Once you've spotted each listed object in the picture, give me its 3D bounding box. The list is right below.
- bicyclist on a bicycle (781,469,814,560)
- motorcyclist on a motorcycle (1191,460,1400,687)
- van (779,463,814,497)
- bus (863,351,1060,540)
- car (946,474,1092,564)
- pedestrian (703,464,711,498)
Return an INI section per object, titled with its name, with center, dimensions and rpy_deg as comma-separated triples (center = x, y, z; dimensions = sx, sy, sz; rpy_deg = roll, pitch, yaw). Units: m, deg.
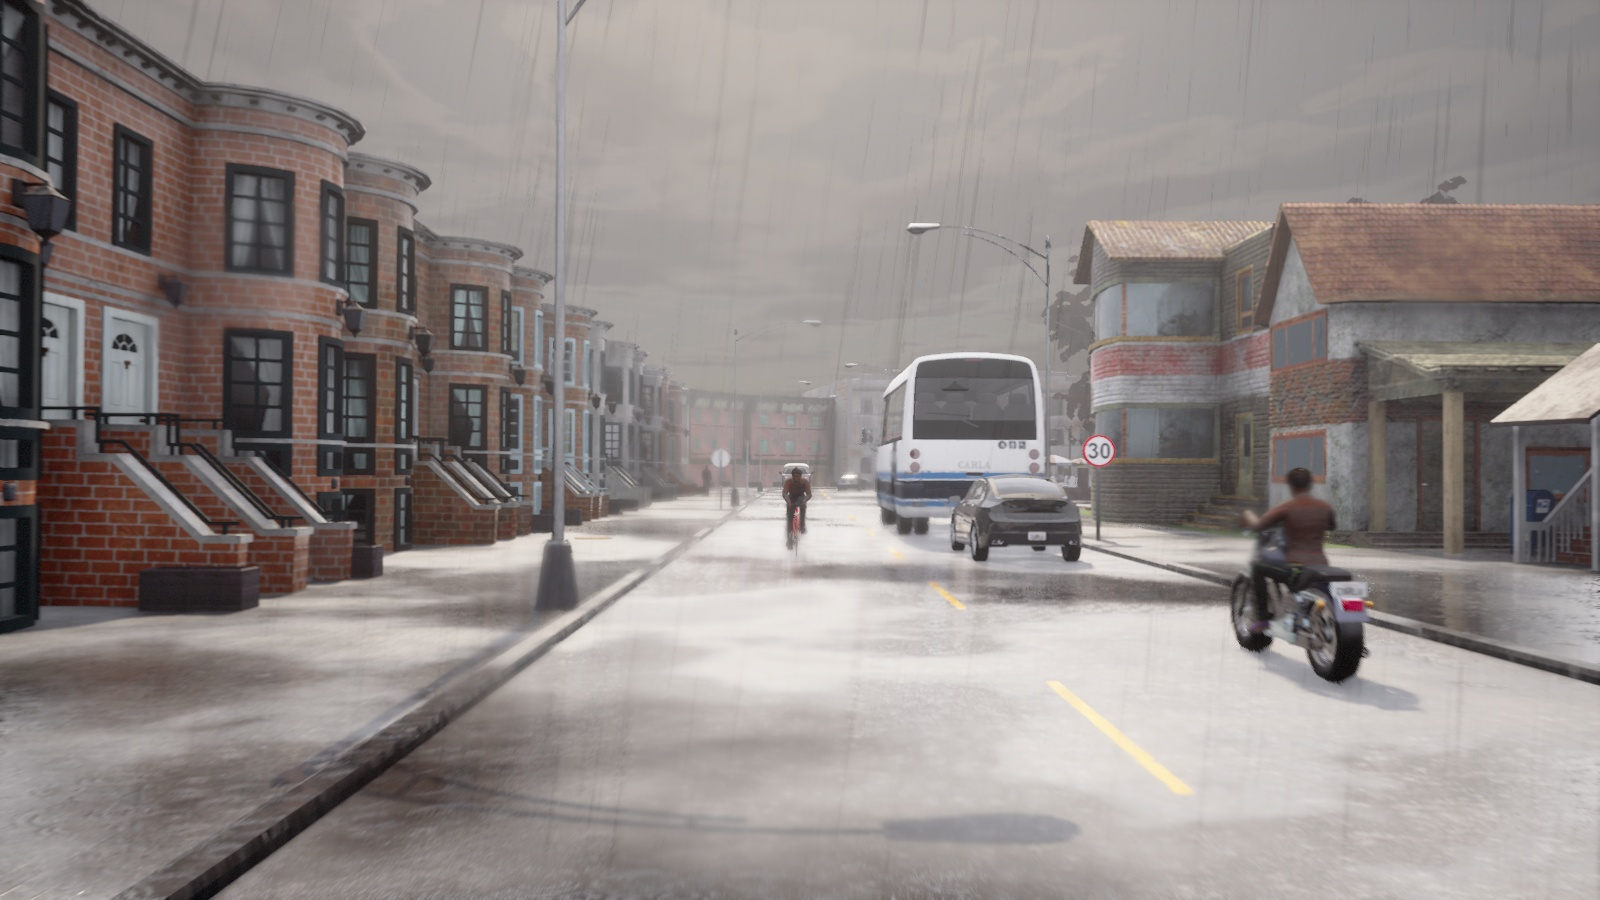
[bicyclist on a bicycle]
center = -0.054, 1.157, 23.238
dimensions = 0.582, 1.620, 1.656
rpy_deg = 0, -1, 0
[motorcyclist on a motorcycle]
center = 3.976, 0.922, 10.326
dimensions = 0.766, 1.649, 2.350
rpy_deg = 0, -1, 0
[van]
center = -0.203, 1.835, 77.435
dimensions = 2.069, 2.038, 4.480
rpy_deg = 0, -1, 0
[bus]
center = 3.906, -0.016, 33.533
dimensions = 3.944, 4.253, 10.273
rpy_deg = 0, -1, 0
[car]
center = 3.946, 1.196, 23.440
dimensions = 1.837, 1.490, 4.892
rpy_deg = 0, -1, 0
[pedestrian]
center = -5.315, 1.750, 71.957
dimensions = 0.402, 1.930, 0.666
rpy_deg = 0, -1, -2
